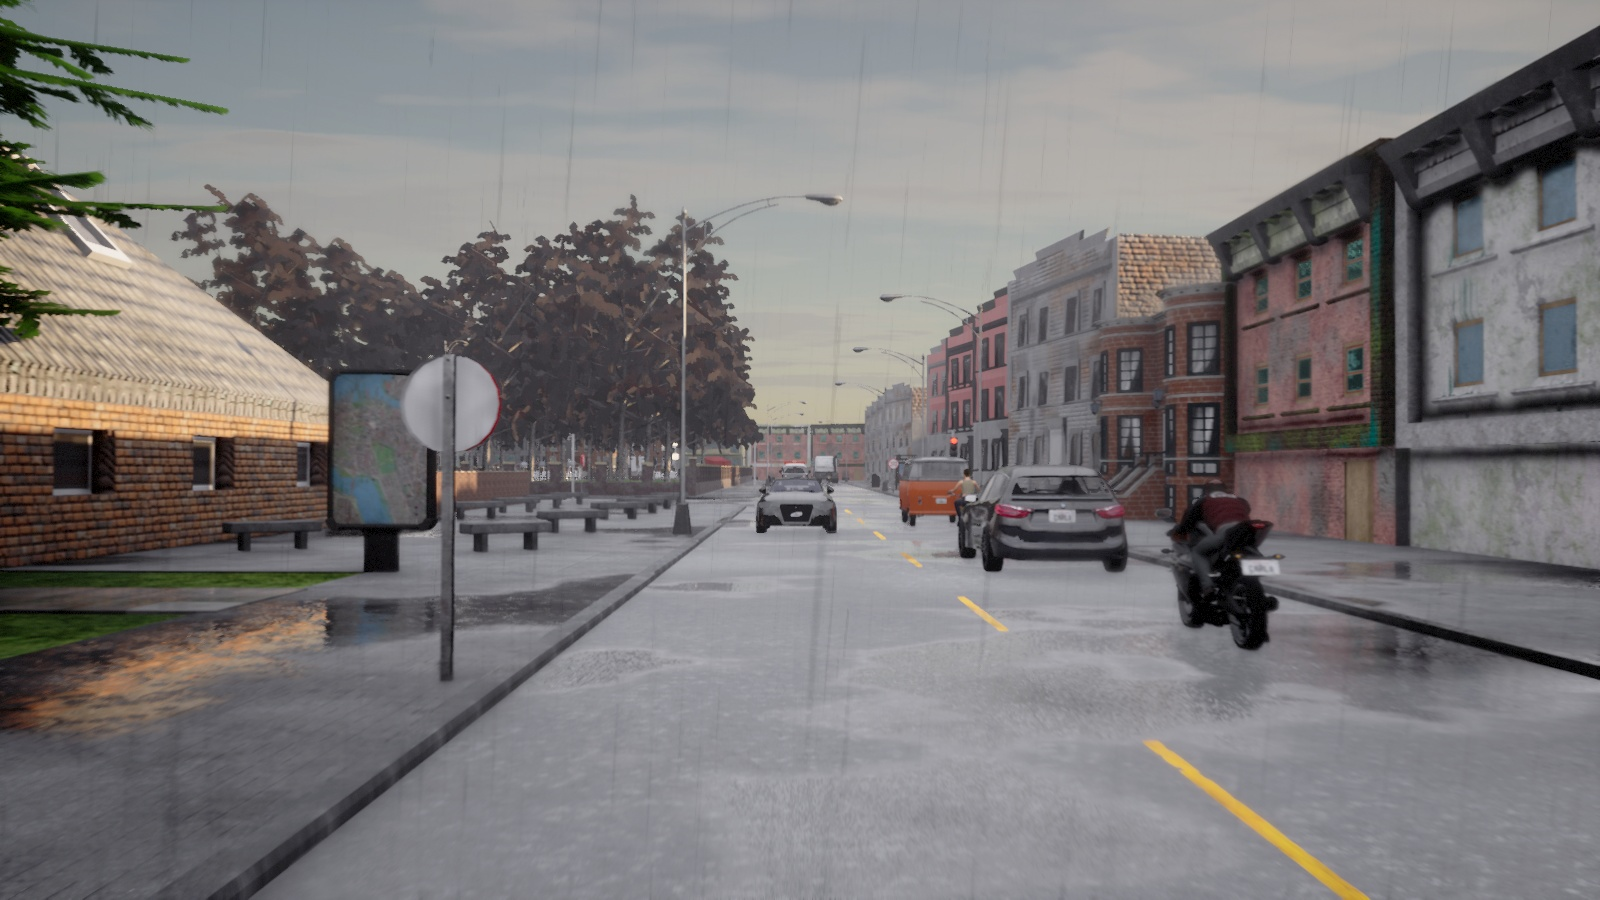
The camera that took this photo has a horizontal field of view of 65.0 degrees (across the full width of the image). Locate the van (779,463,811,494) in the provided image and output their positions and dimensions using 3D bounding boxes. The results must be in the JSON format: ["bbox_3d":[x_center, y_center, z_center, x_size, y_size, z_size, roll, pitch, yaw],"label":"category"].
[{"bbox_3d":[-0.315,1.894,84.429,2.069,2.038,4.480,0,-1,0],"label":"van"}]

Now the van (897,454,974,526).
[{"bbox_3d":[3.904,1.142,36.812,1.775,1.987,4.442,0,-1,0],"label":"van"}]

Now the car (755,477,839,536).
[{"bbox_3d":[-0.079,1.395,32.208,1.994,1.385,4.181,0,-1,0],"label":"car"}]

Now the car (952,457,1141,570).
[{"bbox_3d":[3.946,0.979,20.980,2.242,1.667,4.611,0,-1,0],"label":"car"}]

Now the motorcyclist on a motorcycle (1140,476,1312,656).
[{"bbox_3d":[3.971,1.024,11.922,0.866,1.530,2.191,0,-1,0],"label":"motorcyclist on a motorcycle"}]
